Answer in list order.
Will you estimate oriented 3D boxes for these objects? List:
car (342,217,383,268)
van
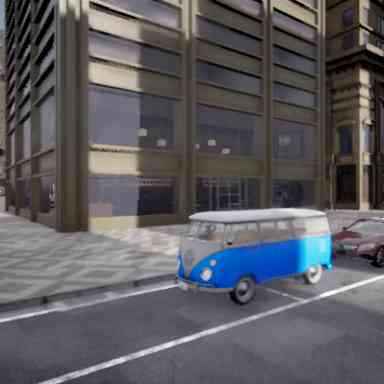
[{"bbox_3d":[6.097,1.516,11.001,4.206,1.307,1.802,0,0,-36],"label":"car"},{"bbox_3d":[1.538,1.308,7.744,3.998,1.788,1.690,0,0,-36],"label":"van"}]
